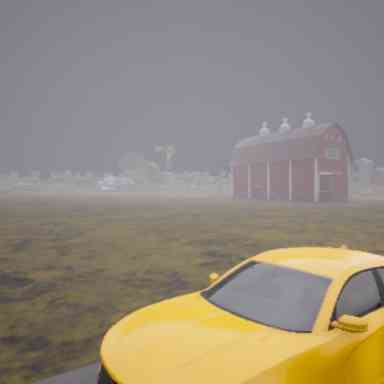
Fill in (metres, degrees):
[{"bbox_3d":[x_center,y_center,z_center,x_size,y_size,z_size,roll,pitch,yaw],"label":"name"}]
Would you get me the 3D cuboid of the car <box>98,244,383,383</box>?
[{"bbox_3d":[1.398,1.482,4.057,5.008,1.535,1.882,0,0,-35],"label":"car"}]
